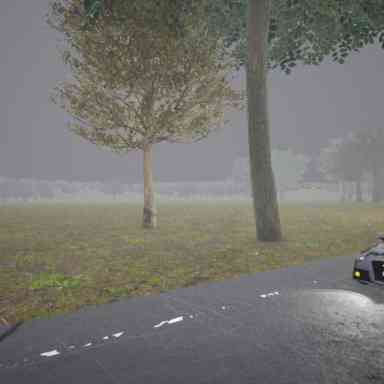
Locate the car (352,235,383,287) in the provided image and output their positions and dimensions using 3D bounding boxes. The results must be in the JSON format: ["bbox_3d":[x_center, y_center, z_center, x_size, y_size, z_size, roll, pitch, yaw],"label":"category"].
[{"bbox_3d":[5.809,1.562,8.195,4.181,1.385,1.994,0,0,-36],"label":"car"}]
